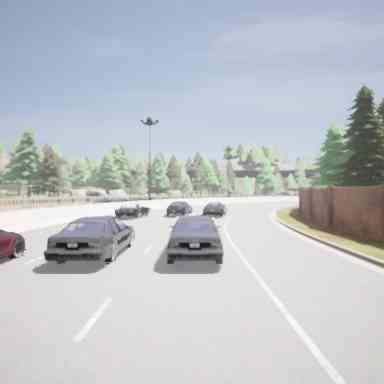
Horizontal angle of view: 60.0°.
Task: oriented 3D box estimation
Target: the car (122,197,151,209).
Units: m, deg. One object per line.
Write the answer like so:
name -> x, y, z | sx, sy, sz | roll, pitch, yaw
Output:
car -> -7.932, 1.574, 47.843 | 1.882, 1.535, 5.008 | 0, 0, 20

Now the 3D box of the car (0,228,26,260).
car -> -6.907, 1.585, 10.109 | 1.994, 1.385, 4.181 | 0, 0, 1

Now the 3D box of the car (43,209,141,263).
car -> -3.387, 1.572, 12.003 | 2.033, 1.411, 5.357 | 0, 0, 1

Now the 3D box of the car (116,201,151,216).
car -> -5.268, 1.662, 30.266 | 1.895, 1.301, 4.718 | 0, 0, 10

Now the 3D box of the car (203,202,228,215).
car -> 2.285, 1.628, 32.191 | 1.994, 1.385, 4.181 | 0, 0, 12

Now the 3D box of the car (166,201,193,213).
car -> -1.189, 1.591, 32.710 | 1.812, 1.442, 4.674 | 0, 0, 12

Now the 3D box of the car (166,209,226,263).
car -> 0.110, 1.572, 12.002 | 2.033, 1.411, 5.357 | 0, 0, 1
